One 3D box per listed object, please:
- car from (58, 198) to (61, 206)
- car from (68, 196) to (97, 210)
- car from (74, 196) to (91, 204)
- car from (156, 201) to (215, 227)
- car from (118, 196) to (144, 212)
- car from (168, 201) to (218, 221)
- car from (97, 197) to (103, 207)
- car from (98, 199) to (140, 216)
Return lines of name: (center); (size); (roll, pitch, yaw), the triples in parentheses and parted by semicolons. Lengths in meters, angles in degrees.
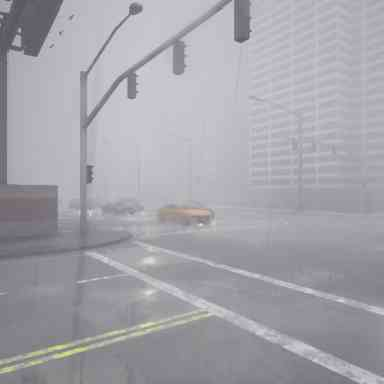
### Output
car: (-23.020, 1.396, 54.937); (1.882, 1.535, 5.008); (0, 0, -35)
car: (-14.304, 1.548, 42.429); (2.033, 1.411, 5.357); (0, 0, -35)
car: (-21.519, 1.526, 65.122); (1.812, 1.442, 4.674); (0, 0, -35)
car: (-0.649, 1.478, 23.070); (1.882, 1.535, 5.008); (0, 0, -35)
car: (-7.383, 1.351, 38.692); (2.097, 1.767, 4.553); (0, 0, -35)
car: (-0.010, 1.526, 28.236); (1.812, 1.442, 4.674); (0, 0, -35)
car: (-13.526, 1.492, 47.415); (2.128, 1.511, 4.902); (0, 0, -35)
car: (-7.182, 1.601, 32.328); (1.895, 1.301, 4.718); (0, 0, -35)
